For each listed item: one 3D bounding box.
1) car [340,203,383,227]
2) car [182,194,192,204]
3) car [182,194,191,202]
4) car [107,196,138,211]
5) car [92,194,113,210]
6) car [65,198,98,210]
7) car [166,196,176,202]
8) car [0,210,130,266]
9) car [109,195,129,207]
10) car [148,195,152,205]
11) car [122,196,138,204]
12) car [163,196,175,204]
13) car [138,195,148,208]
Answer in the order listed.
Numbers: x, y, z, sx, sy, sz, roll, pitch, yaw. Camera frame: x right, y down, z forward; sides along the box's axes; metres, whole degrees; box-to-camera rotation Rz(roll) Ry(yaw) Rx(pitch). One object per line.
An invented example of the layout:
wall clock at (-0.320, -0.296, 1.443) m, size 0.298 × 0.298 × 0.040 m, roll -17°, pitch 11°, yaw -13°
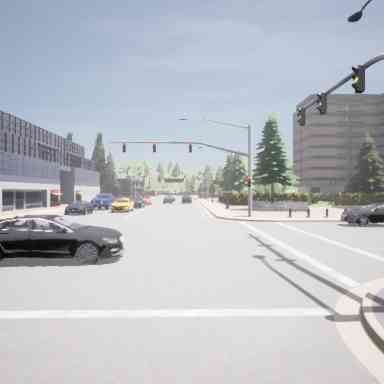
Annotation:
car at (12.497, 1.489, 22.183) m, size 4.902 × 1.511 × 2.128 m, roll 0°, pitch 0°, yaw -1°
car at (-0.993, 1.497, 64.899) m, size 1.837 × 1.490 × 4.892 m, roll 0°, pitch 0°, yaw -1°
car at (-1.232, 1.346, 74.964) m, size 2.097 × 1.767 × 4.553 m, roll 0°, pitch 0°, yaw -1°
car at (-7.816, 1.473, 37.804) m, size 1.882 × 1.535 × 5.008 m, roll 0°, pitch 0°, yaw -1°
car at (-11.386, 1.216, 42.764) m, size 2.150 × 2.045 × 5.566 m, roll 0°, pitch 0°, yaw -1°
car at (-11.251, 1.560, 33.411) m, size 1.994 × 1.385 × 4.181 m, roll 0°, pitch 0°, yaw -1°
car at (-4.738, 1.500, 75.209) m, size 1.895 × 1.301 × 4.718 m, roll 0°, pitch 0°, yaw -1°
car at (-4.703, 1.490, 10.880) m, size 4.902 × 1.511 × 2.128 m, roll 0°, pitch 0°, yaw -4°
car at (-11.512, 1.345, 52.664) m, size 2.097 × 1.767 × 4.553 m, roll 0°, pitch 0°, yaw -1°
car at (-8.065, 1.345, 57.155) m, size 2.097 × 1.767 × 4.553 m, roll 0°, pitch 0°, yaw -1°
car at (-11.611, 1.484, 62.922) m, size 2.128 × 1.511 × 4.902 m, roll 0°, pitch 0°, yaw 0°
car at (-4.590, 1.539, 64.574) m, size 2.033 × 1.411 × 5.357 m, roll 0°, pitch 0°, yaw -1°
car at (-7.941, 1.346, 47.040) m, size 2.097 × 1.767 × 4.553 m, roll 0°, pitch 0°, yaw -1°
